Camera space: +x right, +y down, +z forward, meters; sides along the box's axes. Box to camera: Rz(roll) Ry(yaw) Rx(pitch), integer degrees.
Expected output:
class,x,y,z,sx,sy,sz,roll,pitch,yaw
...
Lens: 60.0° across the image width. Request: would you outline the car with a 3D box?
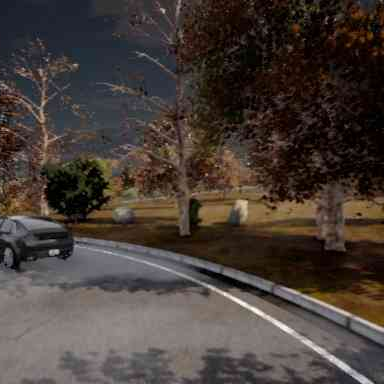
class,x,y,z,sx,sy,sz,roll,pitch,yaw
car,-6.001,1.591,11.712,4.892,1.490,1.837,0,-1,41
